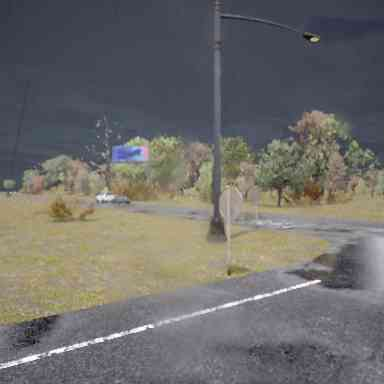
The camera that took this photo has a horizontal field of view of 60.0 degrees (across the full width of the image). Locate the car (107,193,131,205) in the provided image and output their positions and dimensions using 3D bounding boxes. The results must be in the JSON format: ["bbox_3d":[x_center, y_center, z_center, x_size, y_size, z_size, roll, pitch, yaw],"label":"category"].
[{"bbox_3d":[-11.883,1.338,55.294,2.033,1.411,5.357,0,0,-33],"label":"car"}]

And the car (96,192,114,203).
[{"bbox_3d":[-15.892,0.998,61.232,2.150,2.045,5.566,0,0,-34],"label":"car"}]
